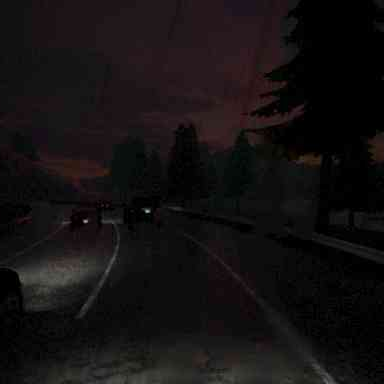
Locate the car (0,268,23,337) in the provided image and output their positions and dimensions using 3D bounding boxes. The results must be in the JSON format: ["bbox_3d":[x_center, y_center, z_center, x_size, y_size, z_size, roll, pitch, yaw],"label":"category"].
[{"bbox_3d":[-3.720,1.508,3.731,2.128,1.511,4.902,0,0,-2],"label":"car"}]

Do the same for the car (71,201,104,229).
[{"bbox_3d":[-6.973,1.570,22.021,1.812,1.442,4.674,0,0,-16],"label":"car"}]

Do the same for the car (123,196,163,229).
[{"bbox_3d":[-3.369,1.252,22.328,2.150,2.045,5.566,0,0,-16],"label":"car"}]

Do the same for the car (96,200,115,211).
[{"bbox_3d":[-11.021,1.622,40.694,2.033,1.411,5.357,0,0,-29],"label":"car"}]
